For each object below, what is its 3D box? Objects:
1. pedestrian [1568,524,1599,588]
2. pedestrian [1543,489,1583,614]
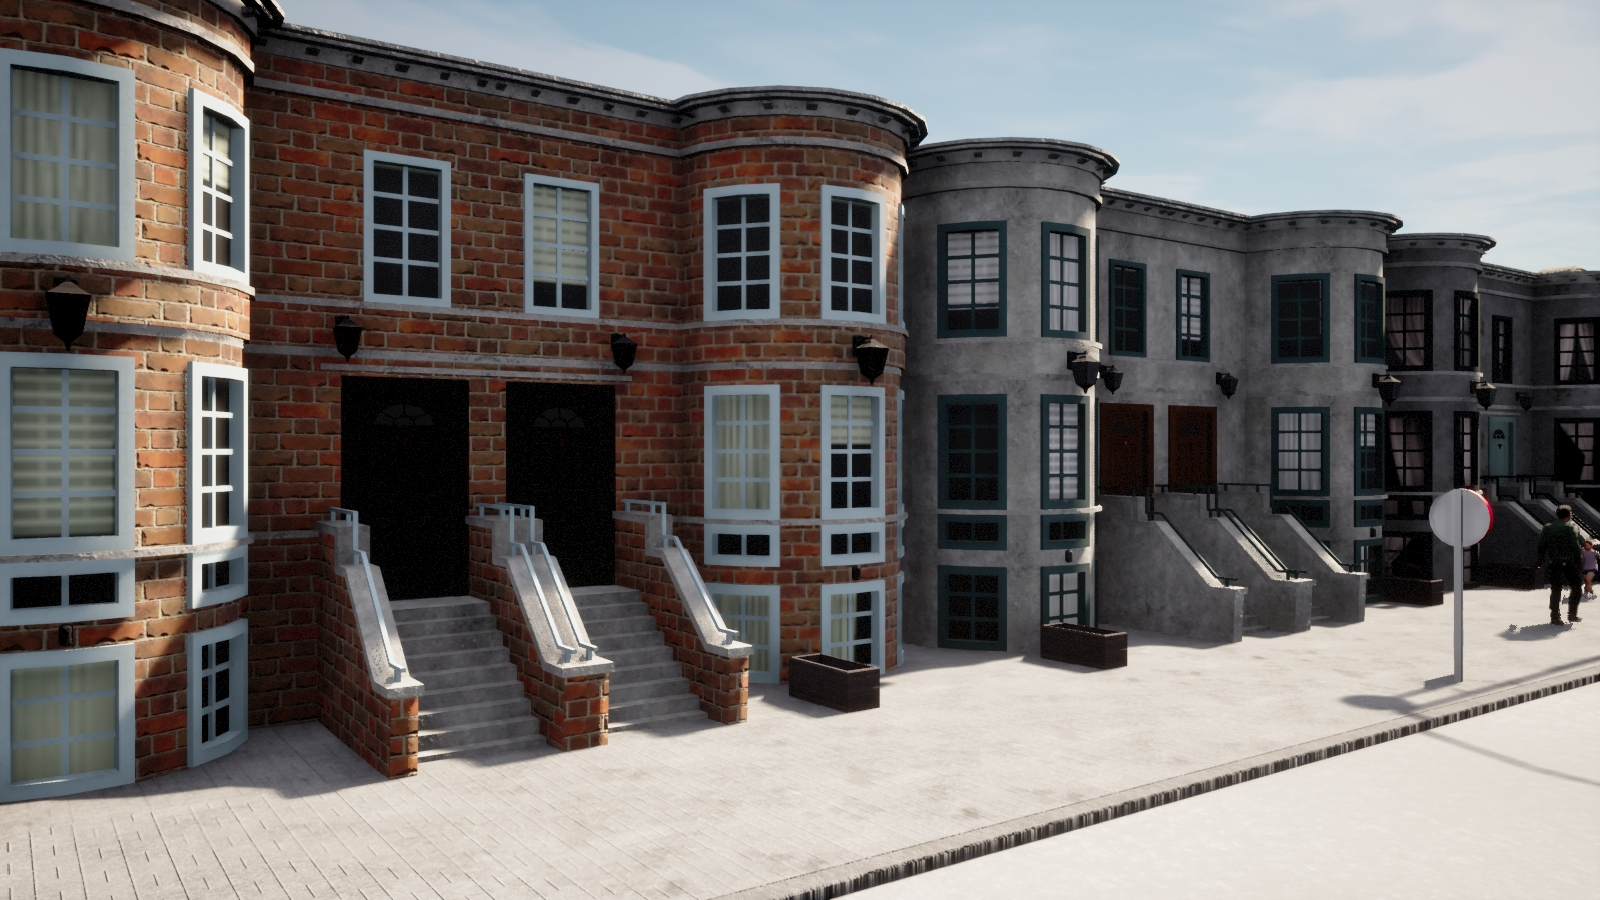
[{"bbox_3d":[14.313,1.904,20.693,0.500,1.100,0.500,0,0,-26],"label":"pedestrian"},{"bbox_3d":[11.571,1.524,17.325,0.375,1.860,0.375,0,0,-28],"label":"pedestrian"}]
